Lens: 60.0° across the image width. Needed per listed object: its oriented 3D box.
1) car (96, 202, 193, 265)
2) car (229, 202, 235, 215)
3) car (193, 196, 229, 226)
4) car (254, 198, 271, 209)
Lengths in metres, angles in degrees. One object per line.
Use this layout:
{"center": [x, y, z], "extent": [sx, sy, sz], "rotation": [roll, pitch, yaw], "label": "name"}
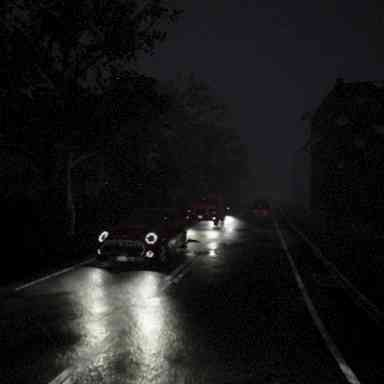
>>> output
{"center": [-1.588, 1.394, 12.028], "extent": [2.097, 1.767, 4.553], "rotation": [0, 0, 13], "label": "car"}
{"center": [3.320, 1.659, 34.594], "extent": [1.895, 1.301, 4.718], "rotation": [0, 0, 13], "label": "car"}
{"center": [1.154, 1.301, 24.691], "extent": [2.150, 2.045, 5.566], "rotation": [0, 0, 13], "label": "car"}
{"center": [9.694, 1.502, 45.683], "extent": [2.128, 1.511, 4.902], "rotation": [1, 1, 18], "label": "car"}
